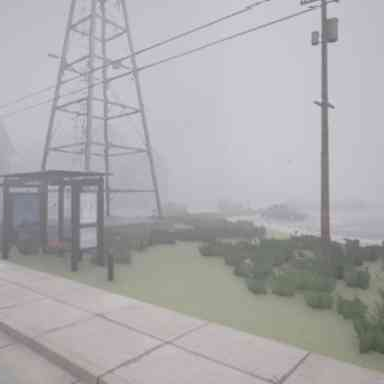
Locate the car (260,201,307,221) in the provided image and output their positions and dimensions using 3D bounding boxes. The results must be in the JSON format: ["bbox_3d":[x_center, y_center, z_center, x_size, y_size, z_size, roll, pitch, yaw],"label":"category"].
[{"bbox_3d":[8.225,1.809,29.921,3.905,1.438,1.784,-1,-1,39],"label":"car"}]

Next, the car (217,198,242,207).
[{"bbox_3d":[5.411,1.780,47.910,3.866,1.878,1.905,-1,-1,39],"label":"car"}]

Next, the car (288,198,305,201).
[{"bbox_3d":[20.532,2.119,66.810,4.611,1.667,2.242,-1,-1,39],"label":"car"}]

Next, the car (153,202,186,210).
[{"bbox_3d":[-2.566,1.873,37.025,4.193,1.474,1.816,-1,-1,39],"label":"car"}]

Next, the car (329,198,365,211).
[{"bbox_3d":[22.127,1.759,47.589,4.605,1.855,1.932,-1,-1,39],"label":"car"}]
